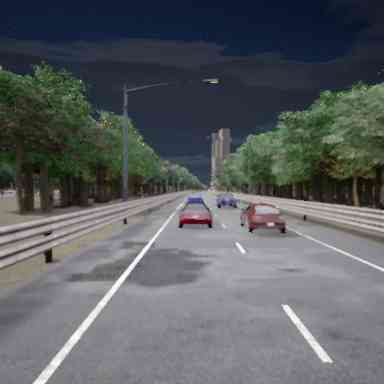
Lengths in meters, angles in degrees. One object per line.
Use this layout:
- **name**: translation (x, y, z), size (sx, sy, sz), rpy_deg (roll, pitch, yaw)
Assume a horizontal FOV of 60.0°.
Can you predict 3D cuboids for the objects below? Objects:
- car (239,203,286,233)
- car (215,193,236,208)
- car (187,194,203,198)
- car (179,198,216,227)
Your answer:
- **car**: translation (3.696, 1.314, 17.823), size (1.812, 1.442, 4.674), rpy_deg (0, 1, 1)
- **car**: translation (3.859, 0.886, 38.393), size (2.097, 1.767, 4.553), rpy_deg (0, 1, 0)
- **car**: translation (0.377, 0.962, 40.820), size (1.882, 1.535, 5.008), rpy_deg (0, 1, 0)
- **car**: translation (0.221, 1.299, 20.460), size (1.994, 1.385, 4.181), rpy_deg (0, 1, 1)
